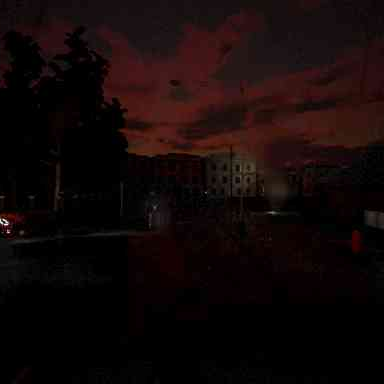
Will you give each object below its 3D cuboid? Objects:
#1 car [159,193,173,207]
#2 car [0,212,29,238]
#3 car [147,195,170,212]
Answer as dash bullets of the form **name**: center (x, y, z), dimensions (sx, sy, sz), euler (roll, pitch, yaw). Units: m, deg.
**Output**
- **car**: center (-4.118, 1.221, 50.054), dimensions (2.150, 2.045, 5.566), euler (0, 0, 1)
- **car**: center (-10.299, 1.352, 15.888), dimensions (4.553, 1.767, 2.097), euler (0, 0, 2)
- **car**: center (-4.139, 1.491, 39.465), dimensions (2.128, 1.511, 4.902), euler (0, 0, 0)
